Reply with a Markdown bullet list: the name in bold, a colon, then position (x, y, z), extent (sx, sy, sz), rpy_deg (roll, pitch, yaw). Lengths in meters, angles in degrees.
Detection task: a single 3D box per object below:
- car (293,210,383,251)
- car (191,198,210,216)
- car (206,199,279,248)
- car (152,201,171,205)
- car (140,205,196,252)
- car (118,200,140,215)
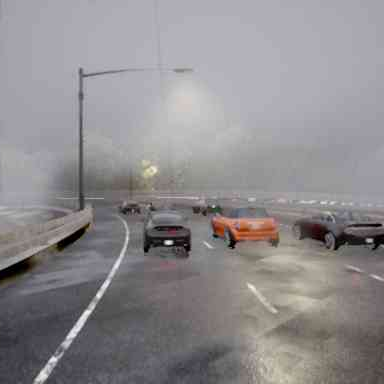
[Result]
- **car**: position (5.939, 1.495, 14.040), extent (2.128, 1.511, 4.902), rpy_deg (0, 0, -7)
- **car**: position (1.425, 1.438, 33.925), extent (2.097, 1.767, 4.553), rpy_deg (0, 0, -17)
- **car**: position (2.219, 1.380, 15.160), extent (2.097, 1.767, 4.553), rpy_deg (0, 0, -8)
- **car**: position (-3.501, 1.693, 37.510), extent (1.994, 1.385, 4.181), rpy_deg (0, 0, -20)
- **car**: position (-1.157, 1.554, 14.267), extent (1.837, 1.490, 4.892), rpy_deg (0, 0, -8)
- **car**: position (-6.984, 1.655, 36.891), extent (1.837, 1.490, 4.892), rpy_deg (0, 0, -20)
